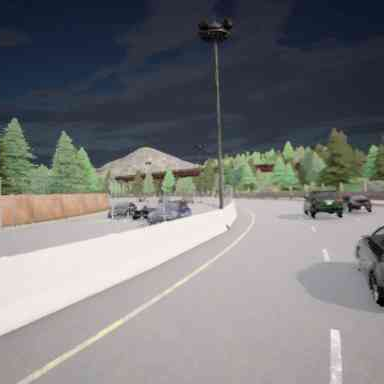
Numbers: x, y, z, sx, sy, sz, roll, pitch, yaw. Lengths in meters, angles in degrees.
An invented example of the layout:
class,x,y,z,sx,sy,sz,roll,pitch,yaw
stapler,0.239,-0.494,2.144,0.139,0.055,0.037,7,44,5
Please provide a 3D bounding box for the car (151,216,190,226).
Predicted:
class,x,y,z,sx,sy,sz,roll,pitch,yaw
car,-1.466,1.417,23.153,2.097,1.767,4.553,-2,0,13

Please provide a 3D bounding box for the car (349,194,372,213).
class,x,y,z,sx,sy,sz,roll,pitch,yaw
car,14.090,0.992,29.103,1.837,1.490,4.892,-2,0,9

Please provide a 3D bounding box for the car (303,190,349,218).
class,x,y,z,sx,sy,sz,roll,pitch,yaw
car,10.032,0.858,25.739,2.150,2.045,5.566,-2,0,11

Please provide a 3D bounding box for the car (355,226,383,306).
class,x,y,z,sx,sy,sz,roll,pitch,yaw
car,4.815,1.387,7.259,1.994,1.385,4.181,-2,0,21
